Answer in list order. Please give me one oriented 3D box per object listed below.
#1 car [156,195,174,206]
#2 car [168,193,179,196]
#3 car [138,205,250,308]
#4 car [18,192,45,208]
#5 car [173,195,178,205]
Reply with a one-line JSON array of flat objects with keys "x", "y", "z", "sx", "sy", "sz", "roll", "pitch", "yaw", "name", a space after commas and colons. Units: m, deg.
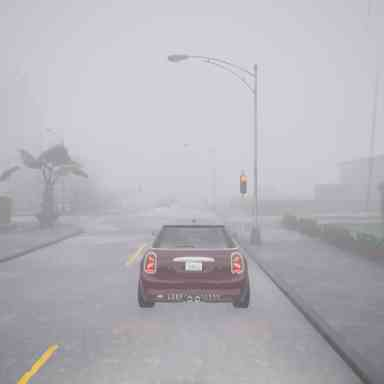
[{"x": -4.052, "y": 1.564, "z": 47.899, "sx": 1.994, "sy": 1.385, "sz": 4.181, "roll": 0, "pitch": 0, "yaw": 0, "name": "car"}, {"x": -3.943, "y": 1.221, "z": 68.195, "sx": 2.150, "sy": 2.045, "sz": 5.566, "roll": 0, "pitch": 0, "yaw": 1, "name": "car"}, {"x": 0.052, "y": 1.352, "z": 8.086, "sx": 2.097, "sy": 1.767, "sz": 4.553, "roll": 0, "pitch": 0, "yaw": 1, "name": "car"}, {"x": -19.721, "y": 0.985, "z": 41.964, "sx": 1.905, "sy": 1.878, "sz": 3.866, "roll": 0, "pitch": 0, "yaw": 35, "name": "car"}, {"x": -4.022, "y": 1.601, "z": 57.801, "sx": 1.895, "sy": 1.301, "sz": 4.718, "roll": 0, "pitch": 0, "yaw": 0, "name": "car"}]
